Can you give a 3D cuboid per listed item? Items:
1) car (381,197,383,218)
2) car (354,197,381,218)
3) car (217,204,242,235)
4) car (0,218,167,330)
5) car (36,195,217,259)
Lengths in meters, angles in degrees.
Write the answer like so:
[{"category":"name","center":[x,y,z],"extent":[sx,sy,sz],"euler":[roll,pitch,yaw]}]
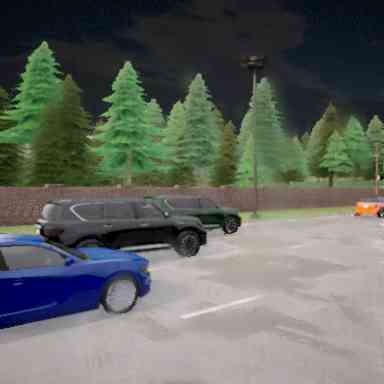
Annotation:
[{"category":"car","center":[16.289,1.044,24.012],"extent":[5.566,2.045,2.150],"euler":[0,0,-36]},{"category":"car","center":[15.639,1.164,27.850],"extent":[4.553,1.767,2.097],"euler":[0,0,-36]},{"category":"car","center":[-0.052,1.161,16.623],"extent":[5.566,2.045,2.150],"euler":[0,0,-36]},{"category":"car","center":[-3.119,1.474,5.822],"extent":[5.008,1.535,1.882],"euler":[-1,0,-36]},{"category":"car","center":[-2.126,1.193,10.835],"extent":[5.566,2.045,2.150],"euler":[0,0,-36]}]
